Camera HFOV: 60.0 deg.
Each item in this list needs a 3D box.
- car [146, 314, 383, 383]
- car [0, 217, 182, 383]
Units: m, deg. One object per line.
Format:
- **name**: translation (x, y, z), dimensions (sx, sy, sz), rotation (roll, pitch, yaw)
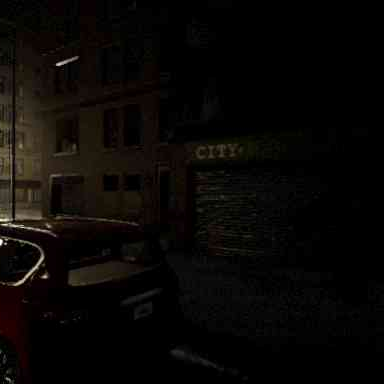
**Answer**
- **car**: translation (2.050, 1.569, 1.617), dimensions (4.313, 1.339, 1.947), rotation (0, 0, 36)
- **car**: translation (-2.444, 1.296, 4.827), dimensions (5.009, 1.841, 2.192), rotation (0, 0, 36)
